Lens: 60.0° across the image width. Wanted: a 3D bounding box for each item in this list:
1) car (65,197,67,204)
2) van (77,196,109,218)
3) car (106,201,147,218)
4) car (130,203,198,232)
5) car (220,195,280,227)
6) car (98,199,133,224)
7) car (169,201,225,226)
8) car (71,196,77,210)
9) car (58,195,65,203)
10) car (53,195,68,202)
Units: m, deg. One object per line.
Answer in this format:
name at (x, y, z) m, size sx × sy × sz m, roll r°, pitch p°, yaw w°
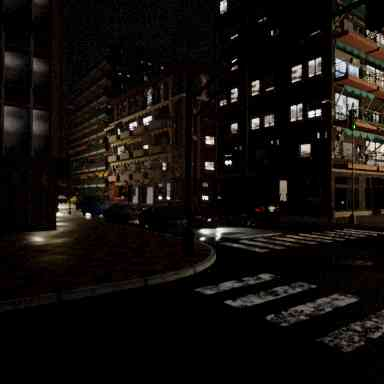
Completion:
car at (-21.491, 1.447, 61.605) m, size 1.752 × 1.417 × 4.829 m, roll 0°, pitch 0°, yaw -36°
van at (-8.367, 1.265, 28.981) m, size 1.690 × 1.788 × 3.998 m, roll 0°, pitch 0°, yaw -36°
car at (-5.999, 1.538, 30.120) m, size 1.895 × 1.301 × 4.718 m, roll 0°, pitch 0°, yaw -36°
car at (-1.759, 1.526, 19.781) m, size 1.802 × 1.307 × 4.206 m, roll 0°, pitch 0°, yaw -36°
car at (3.335, 1.195, 22.619) m, size 2.150 × 2.045 × 5.566 m, roll 0°, pitch 0°, yaw -36°
car at (-4.963, 1.459, 24.242) m, size 1.752 × 1.417 × 4.829 m, roll 0°, pitch 0°, yaw -36°
car at (-0.100, 1.518, 21.903) m, size 1.994 × 1.385 × 4.181 m, roll 0°, pitch 0°, yaw -36°
car at (-12.068, 1.428, 38.587) m, size 1.837 × 1.490 × 4.892 m, roll 0°, pitch 0°, yaw -35°
car at (-24.448, 1.456, 61.261) m, size 2.033 × 1.411 × 5.357 m, roll 0°, pitch 0°, yaw -35°
car at (-28.001, 1.360, 70.665) m, size 1.967 × 1.590 × 4.097 m, roll 0°, pitch 0°, yaw -36°
